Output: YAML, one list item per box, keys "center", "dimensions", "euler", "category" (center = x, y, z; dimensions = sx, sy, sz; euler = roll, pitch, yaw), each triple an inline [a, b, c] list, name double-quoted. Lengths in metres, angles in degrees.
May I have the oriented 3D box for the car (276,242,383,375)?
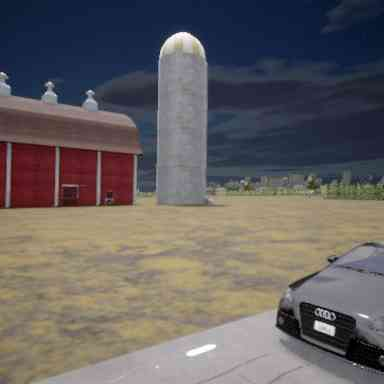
- center: [3.325, 1.566, 5.429]
  dimensions: [4.181, 1.385, 1.994]
  euler: [0, 0, -35]
  category: "car"
